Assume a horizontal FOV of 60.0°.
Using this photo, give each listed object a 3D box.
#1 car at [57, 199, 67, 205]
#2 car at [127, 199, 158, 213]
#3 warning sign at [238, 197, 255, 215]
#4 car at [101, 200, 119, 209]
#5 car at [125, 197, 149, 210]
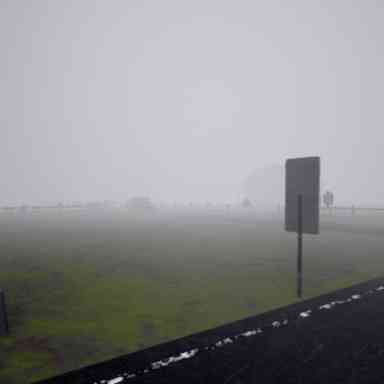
[{"bbox_3d":[-34.297,2.516,87.809,2.097,1.767,4.553,2,-2,-36],"label":"car"},{"bbox_3d":[-6.195,1.937,42.817,1.812,1.442,4.674,2,-2,-36],"label":"car"},{"bbox_3d":[5.796,1.493,35.383,1.300,1.860,1.060,2,-1,-36],"label":"warning sign"},{"bbox_3d":[-14.577,2.220,59.129,1.812,1.442,4.674,2,-2,-36],"label":"car"},{"bbox_3d":[-8.270,1.786,50.555,2.150,2.045,5.566,2,-2,-35],"label":"car"}]
